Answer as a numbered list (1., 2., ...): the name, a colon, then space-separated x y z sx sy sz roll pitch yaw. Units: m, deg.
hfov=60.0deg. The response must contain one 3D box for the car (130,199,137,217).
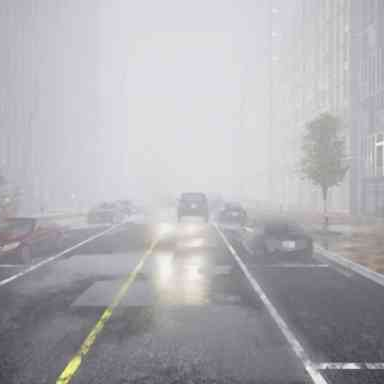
1. car: -5.759 1.295 28.302 1.947 1.339 4.313 0 1 0

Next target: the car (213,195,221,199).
1. car: 2.608 1.238 34.006 1.947 1.339 4.313 0 1 0

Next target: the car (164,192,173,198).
1. car: -5.899 0.684 85.225 2.008 1.369 4.403 0 1 0

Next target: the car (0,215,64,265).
1. car: -5.716 1.476 11.226 1.802 1.307 4.206 0 1 0

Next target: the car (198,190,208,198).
1. car: 2.497 0.510 79.540 2.192 1.841 5.009 0 1 0

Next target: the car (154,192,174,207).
1. car: -3.194 0.938 42.408 2.097 1.767 4.553 0 1 0

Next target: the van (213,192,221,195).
1. van: 2.595 0.956 39.698 1.690 1.788 3.998 0 1 0

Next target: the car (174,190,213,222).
1. car: 0.049 0.991 24.004 2.150 2.045 5.566 0 0 -1

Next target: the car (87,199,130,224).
1. car: -5.744 1.329 22.610 1.887 1.381 4.507 0 1 0

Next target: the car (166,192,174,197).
1. car: -5.913 0.637 90.917 1.947 1.339 4.313 0 1 0

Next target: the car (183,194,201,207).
1. car: -0.016 1.074 42.873 2.128 1.511 4.902 0 1 0

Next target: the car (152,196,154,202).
1. car: -5.828 0.966 56.594 1.752 1.417 4.829 0 1 0

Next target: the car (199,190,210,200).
1. car: 2.525 0.632 68.155 2.192 1.841 5.009 0 1 0

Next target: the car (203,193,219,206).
1. car: 2.580 0.997 45.390 1.967 1.590 4.097 0 1 0

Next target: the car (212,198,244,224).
1. car: 2.636 1.349 22.623 1.947 1.339 4.313 0 1 0

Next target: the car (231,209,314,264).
1. car: 2.664 1.459 11.239 1.947 1.339 4.313 0 1 0

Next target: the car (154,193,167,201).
1. car: -5.843 0.930 62.457 2.008 1.369 4.403 0 1 0
